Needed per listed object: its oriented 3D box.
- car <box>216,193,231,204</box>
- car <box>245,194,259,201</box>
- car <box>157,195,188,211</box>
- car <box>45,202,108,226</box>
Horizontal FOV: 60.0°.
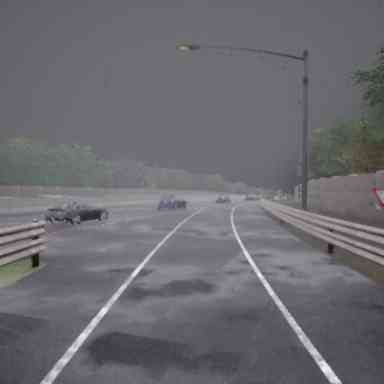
[{"bbox_3d":[5.531,1.331,58.261,1.812,1.442,4.674,0,0,20],"label":"car"},{"bbox_3d":[14.702,1.375,83.465,2.097,1.767,4.553,0,0,20],"label":"car"},{"bbox_3d":[-2.104,1.112,37.329,2.097,1.767,4.553,-1,0,20],"label":"car"},{"bbox_3d":[-7.549,1.391,22.313,2.128,1.511,4.902,0,0,20],"label":"car"}]
